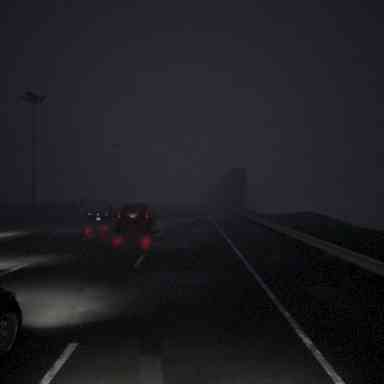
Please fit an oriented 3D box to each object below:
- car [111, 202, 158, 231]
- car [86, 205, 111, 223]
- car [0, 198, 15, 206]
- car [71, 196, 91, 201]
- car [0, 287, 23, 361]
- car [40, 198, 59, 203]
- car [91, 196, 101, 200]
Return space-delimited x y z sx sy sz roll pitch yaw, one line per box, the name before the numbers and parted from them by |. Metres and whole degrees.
car | -3.403 1.427 21.212 2.097 1.767 4.553 0 0 0
car | -6.903 1.695 26.750 1.895 1.301 4.718 0 0 0
car | -24.569 1.671 41.413 1.812 1.442 4.674 0 0 0
car | -20.965 1.570 61.883 2.097 1.767 4.553 0 0 1
car | -3.400 1.536 2.961 1.812 1.442 4.674 0 0 0
car | -27.909 1.823 65.225 1.895 1.301 4.718 0 0 1
car | -24.009 1.677 82.277 2.128 1.511 4.902 0 0 1
